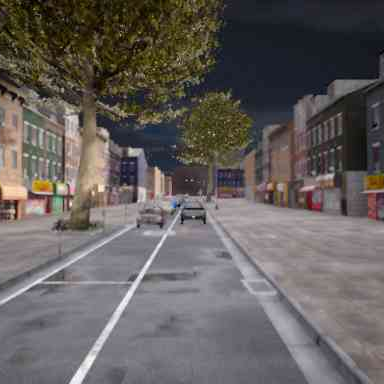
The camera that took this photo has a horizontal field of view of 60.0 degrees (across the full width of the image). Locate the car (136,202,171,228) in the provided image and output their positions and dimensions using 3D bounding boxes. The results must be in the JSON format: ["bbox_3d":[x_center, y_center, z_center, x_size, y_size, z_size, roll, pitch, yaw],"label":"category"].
[{"bbox_3d":[-2.612,1.596,22.214,1.802,1.307,4.206,2,0,0],"label":"car"}]

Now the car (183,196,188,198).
[{"bbox_3d":[0.113,1.606,42.912,1.994,1.385,4.181,0,0,0],"label":"car"}]

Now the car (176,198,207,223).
[{"bbox_3d":[0.108,1.510,25.357,2.128,1.511,4.902,0,0,0],"label":"car"}]

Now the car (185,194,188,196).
[{"bbox_3d":[-2.592,1.416,72.030,2.192,1.841,5.009,1,0,0],"label":"car"}]

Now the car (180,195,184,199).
[{"bbox_3d":[-2.604,1.620,49.890,1.947,1.339,4.313,2,0,0],"label":"car"}]

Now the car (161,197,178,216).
[{"bbox_3d":[-2.607,1.552,33.114,1.752,1.417,4.829,2,0,0],"label":"car"}]

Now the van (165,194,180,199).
[{"bbox_3d":[-2.601,1.377,38.819,1.690,1.788,3.998,2,0,0],"label":"van"}]

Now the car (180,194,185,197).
[{"bbox_3d":[-2.601,1.590,55.255,1.752,1.417,4.829,2,0,0],"label":"car"}]
